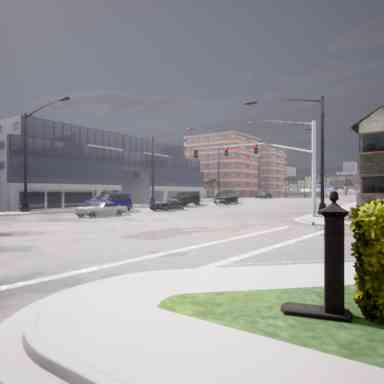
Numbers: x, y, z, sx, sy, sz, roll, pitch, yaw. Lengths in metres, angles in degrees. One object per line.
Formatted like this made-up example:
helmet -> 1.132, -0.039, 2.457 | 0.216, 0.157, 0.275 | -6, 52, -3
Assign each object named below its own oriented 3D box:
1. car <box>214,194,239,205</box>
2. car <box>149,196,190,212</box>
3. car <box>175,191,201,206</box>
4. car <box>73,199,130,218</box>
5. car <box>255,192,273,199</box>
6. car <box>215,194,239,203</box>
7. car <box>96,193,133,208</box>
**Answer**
car -> 5.002, 1.101, 48.461 | 2.128, 1.511, 4.902 | 0, 2, 35
car -> -2.686, 1.488, 37.496 | 1.895, 1.301, 4.718 | 0, 1, 35
car -> -0.961, 0.965, 46.068 | 2.150, 2.045, 5.566 | 0, 1, 35
car -> -8.124, 1.553, 29.736 | 1.895, 1.301, 4.718 | 0, 0, 35
car -> 14.871, 0.707, 68.476 | 2.033, 1.411, 5.357 | 0, 0, 35
car -> 5.955, 1.020, 55.912 | 1.895, 1.301, 4.718 | 0, 2, 35
car -> -8.705, 1.163, 35.022 | 2.150, 2.045, 5.566 | 0, 0, 35
